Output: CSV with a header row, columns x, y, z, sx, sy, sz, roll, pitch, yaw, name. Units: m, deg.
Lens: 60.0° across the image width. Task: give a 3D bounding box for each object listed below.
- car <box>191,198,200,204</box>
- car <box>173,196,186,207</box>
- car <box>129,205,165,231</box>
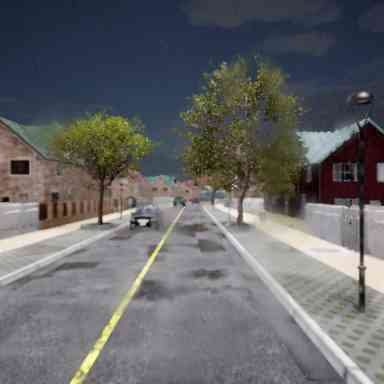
x,y,z,sx,sy,sz,roll,pitch,yaw,name
1.048,2.620,95.400,1.837,1.490,4.892,0,-1,9,car
-2.416,1.806,64.502,2.150,2.045,5.566,0,-1,3,car
-2.862,1.618,21.798,2.128,1.511,4.902,0,0,0,car
